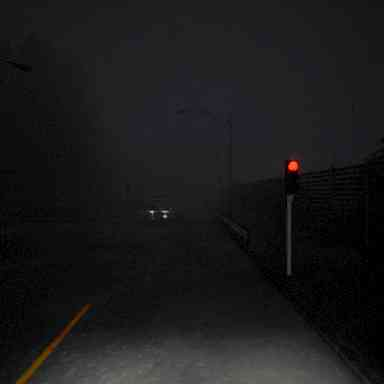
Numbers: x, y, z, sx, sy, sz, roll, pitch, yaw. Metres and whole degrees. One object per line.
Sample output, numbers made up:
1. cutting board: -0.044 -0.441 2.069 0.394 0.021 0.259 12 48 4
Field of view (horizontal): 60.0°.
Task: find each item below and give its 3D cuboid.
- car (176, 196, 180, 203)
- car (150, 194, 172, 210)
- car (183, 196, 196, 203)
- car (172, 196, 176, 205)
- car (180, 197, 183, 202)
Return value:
1. car: -4.274 1.497 69.425 1.812 1.442 4.674 0 0 -9
2. car: -4.229 1.221 43.984 2.150 2.045 5.566 0 0 0
3. car: -0.345 1.505 67.908 1.837 1.490 4.892 0 0 -5
4. car: -4.247 1.352 55.055 2.097 1.767 4.553 0 0 0
5. car: -4.295 1.540 77.394 5.357 1.411 2.033 0 0 40
